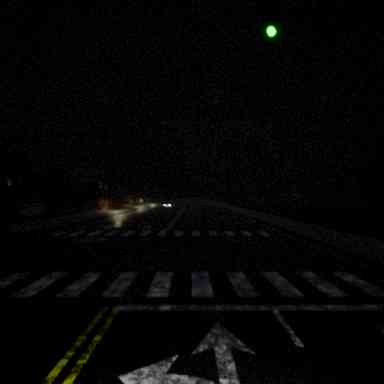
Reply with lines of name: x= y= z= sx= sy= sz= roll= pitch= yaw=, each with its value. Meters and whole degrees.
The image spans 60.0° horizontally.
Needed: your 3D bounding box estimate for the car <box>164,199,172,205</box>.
car: x=-6.458 y=2.656 z=88.520 sx=2.128 sy=1.511 sz=4.902 roll=0 pitch=-1 yaw=0
